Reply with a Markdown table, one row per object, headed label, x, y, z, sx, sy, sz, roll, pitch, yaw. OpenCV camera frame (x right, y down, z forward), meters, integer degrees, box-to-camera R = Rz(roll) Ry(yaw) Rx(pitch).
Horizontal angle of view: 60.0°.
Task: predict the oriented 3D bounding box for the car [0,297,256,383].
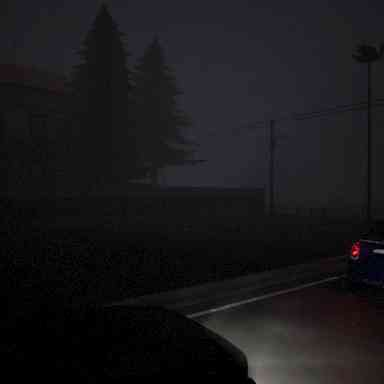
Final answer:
| label | x | y | z | sx | sy | sz | roll | pitch | yaw |
| --- | --- | --- | --- | --- | --- | --- | --- | --- | --- |
| car | -2.001 | 1.547 | 2.299 | 5.357 | 1.411 | 2.033 | 0 | 0 | -36 |

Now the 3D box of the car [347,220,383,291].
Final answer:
| label | x | y | z | sx | sy | sz | roll | pitch | yaw |
| --- | --- | --- | --- | --- | --- | --- | --- | --- | --- |
| car | 5.698 | 1.352 | 7.818 | 4.553 | 1.767 | 2.097 | 0 | 0 | -35 |
